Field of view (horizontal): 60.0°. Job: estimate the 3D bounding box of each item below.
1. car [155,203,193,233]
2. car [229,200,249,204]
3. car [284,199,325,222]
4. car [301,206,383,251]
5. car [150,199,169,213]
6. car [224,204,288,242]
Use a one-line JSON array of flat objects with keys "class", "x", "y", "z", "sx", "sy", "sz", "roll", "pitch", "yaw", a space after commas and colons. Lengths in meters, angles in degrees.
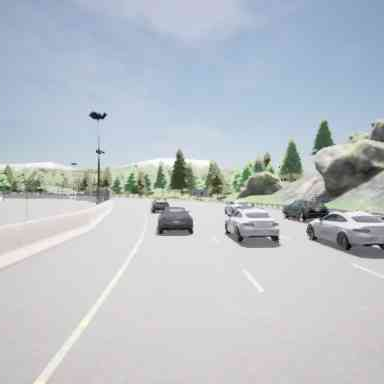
[{"class": "car", "x": -1.037, "y": 1.563, "z": 19.748, "sx": 1.994, "sy": 1.385, "sz": 4.181, "roll": 0, "pitch": 0, "yaw": -5}, {"class": "car", "x": 4.445, "y": 1.511, "z": 31.899, "sx": 1.812, "sy": 1.442, "sz": 4.674, "roll": 0, "pitch": 0, "yaw": -9}, {"class": "car", "x": 8.796, "y": 1.329, "z": 26.078, "sx": 2.097, "sy": 1.767, "sz": 4.553, "roll": 0, "pitch": 0, "yaw": -7}, {"class": "car", "x": 6.495, "y": 1.510, "z": 13.905, "sx": 1.812, "sy": 1.442, "sz": 4.674, "roll": 0, "pitch": 0, "yaw": -4}, {"class": "car", "x": -3.620, "y": 1.492, "z": 37.356, "sx": 2.128, "sy": 1.511, "sz": 4.902, "roll": 0, "pitch": 0, "yaw": -11}, {"class": "car", "x": 2.815, "y": 1.517, "z": 16.168, "sx": 1.812, "sy": 1.442, "sz": 4.674, "roll": 0, "pitch": 0, "yaw": -5}]
